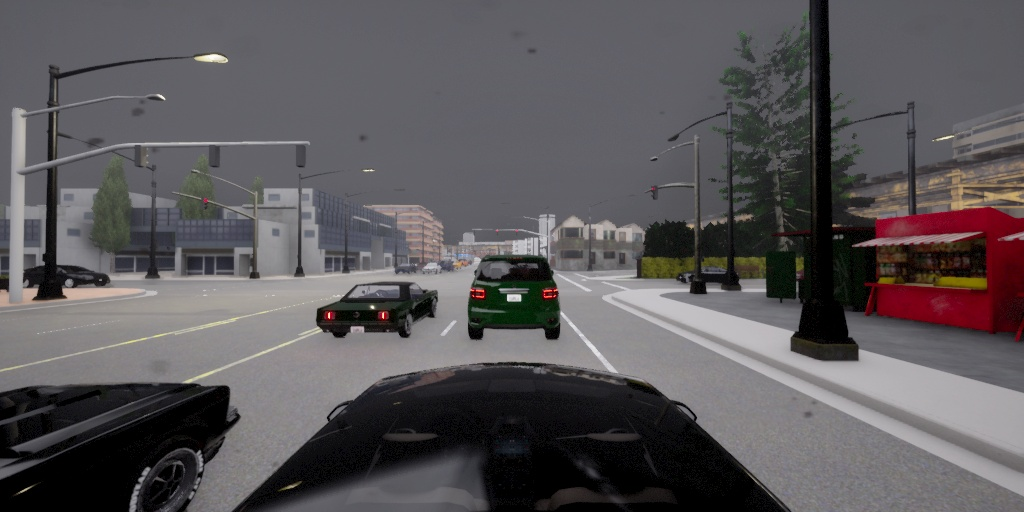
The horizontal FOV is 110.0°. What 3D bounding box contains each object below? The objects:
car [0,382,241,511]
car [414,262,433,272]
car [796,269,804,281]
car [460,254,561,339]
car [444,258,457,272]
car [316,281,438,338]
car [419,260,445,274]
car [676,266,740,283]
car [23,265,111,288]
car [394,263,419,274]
[{"bbox_3d":[-3.402,1.351,1.100,1.895,1.301,4.718,0,0,0],"label":"car"},{"bbox_3d":[-14.121,1.693,57.463,1.812,1.442,4.674,0,0,0],"label":"car"},{"bbox_3d":[23.242,1.407,27.045,4.674,1.442,1.812,0,-1,1],"label":"car"},{"bbox_3d":[0.059,0.985,10.224,2.150,2.045,5.566,0,0,0],"label":"car"},{"bbox_3d":[-10.621,1.521,56.896,2.097,1.767,4.553,0,0,0],"label":"car"},{"bbox_3d":[-3.438,1.367,10.240,1.895,1.301,4.718,0,0,0],"label":"car"},{"bbox_3d":[-10.631,1.639,47.869,1.812,1.442,4.674,0,0,0],"label":"car"},{"bbox_3d":[14.745,1.446,27.112,4.181,1.385,1.994,0,-1,0],"label":"car"},{"bbox_3d":[-29.644,1.341,23.742,4.892,1.490,1.837,0,-1,1],"label":"car"},{"bbox_3d":[-14.141,1.666,48.241,2.033,1.411,5.357,0,-1,0],"label":"car"}]
